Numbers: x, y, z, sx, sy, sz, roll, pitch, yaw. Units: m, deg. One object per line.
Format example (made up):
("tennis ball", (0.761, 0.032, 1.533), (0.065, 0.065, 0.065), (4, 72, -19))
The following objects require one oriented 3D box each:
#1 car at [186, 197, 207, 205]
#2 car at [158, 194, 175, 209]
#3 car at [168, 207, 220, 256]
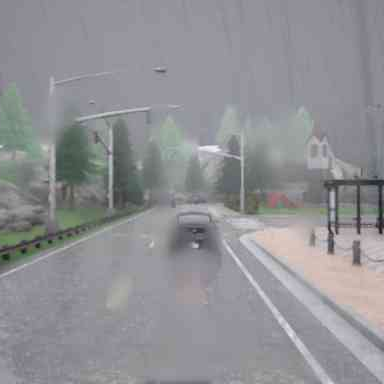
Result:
("car", (0.943, 1.728, 65.866), (2.033, 1.411, 5.357), (0, 0, 33))
("car", (-3.592, 1.353, 48.042), (2.150, 2.045, 5.566), (0, 0, 0))
("car", (0.086, 1.542, 13.368), (1.837, 1.490, 4.892), (0, 0, 0))
